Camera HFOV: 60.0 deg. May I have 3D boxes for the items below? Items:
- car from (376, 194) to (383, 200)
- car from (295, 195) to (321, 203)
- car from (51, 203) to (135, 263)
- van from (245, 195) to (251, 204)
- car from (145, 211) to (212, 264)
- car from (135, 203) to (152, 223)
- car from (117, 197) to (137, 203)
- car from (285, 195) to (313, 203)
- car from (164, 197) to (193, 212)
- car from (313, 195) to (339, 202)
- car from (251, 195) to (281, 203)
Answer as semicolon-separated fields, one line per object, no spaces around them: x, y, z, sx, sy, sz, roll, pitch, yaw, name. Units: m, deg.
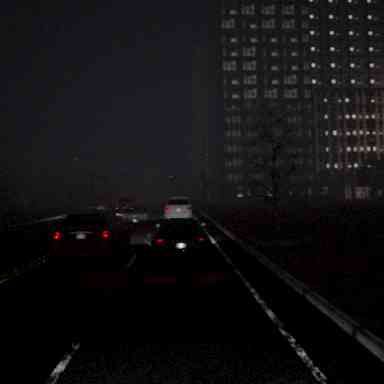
40.845;0.960;69.728;4.097;1.590;1.967;-1;-2;-3;car
23.929;1.462;68.741;4.829;1.417;1.752;-1;-2;-3;car
-3.689;1.489;12.919;2.097;1.767;4.553;-1;0;-2;car
12.928;1.552;68.107;3.998;1.788;1.690;-1;-2;-3;van
-0.404;1.629;12.169;1.994;1.385;4.181;-1;-1;-2;car
-4.324;1.833;26.767;1.895;1.301;4.718;-1;0;-2;car
-8.477;1.652;43.556;2.150;2.045;5.566;-1;-1;-2;car
19.075;1.207;60.428;4.097;1.590;1.967;-1;-2;-3;car
-1.099;1.394;27.280;2.150;2.045;5.566;-1;0;-2;car
24.653;1.211;60.748;4.206;1.307;1.802;-1;-2;-3;car
13.674;1.428;60.112;4.829;1.417;1.752;-1;-2;-3;car
